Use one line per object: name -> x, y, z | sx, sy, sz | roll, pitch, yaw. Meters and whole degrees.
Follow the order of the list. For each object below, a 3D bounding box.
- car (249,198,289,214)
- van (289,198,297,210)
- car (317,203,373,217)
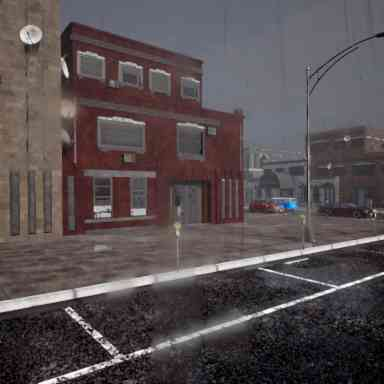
car -> 9.433, 1.743, 42.264 | 2.097, 1.767, 4.553 | -1, 0, -38
van -> 12.875, 1.705, 47.255 | 1.690, 1.788, 3.998 | -2, 0, -38
car -> 15.684, 1.794, 34.180 | 2.033, 1.411, 5.357 | -1, 0, -37
